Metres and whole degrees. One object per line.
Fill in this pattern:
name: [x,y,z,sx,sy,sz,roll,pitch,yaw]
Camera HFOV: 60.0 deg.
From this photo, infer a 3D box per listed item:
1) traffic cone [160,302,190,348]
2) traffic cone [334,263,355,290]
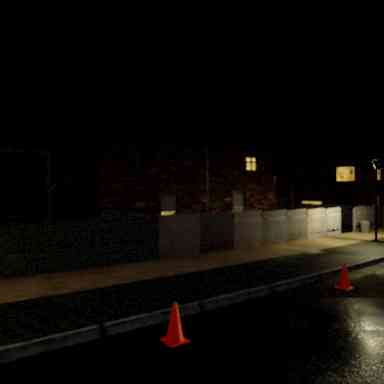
traffic cone: [-0.256,1.979,5.076,0.340,0.580,0.340,1,0,-36]
traffic cone: [3.691,2.023,8.047,0.340,0.580,0.340,1,0,-38]
